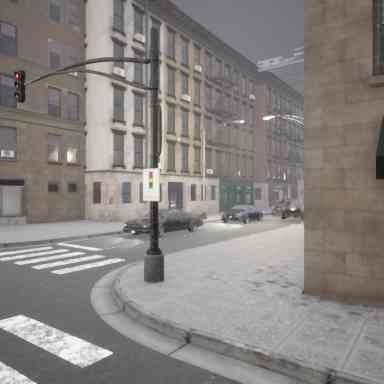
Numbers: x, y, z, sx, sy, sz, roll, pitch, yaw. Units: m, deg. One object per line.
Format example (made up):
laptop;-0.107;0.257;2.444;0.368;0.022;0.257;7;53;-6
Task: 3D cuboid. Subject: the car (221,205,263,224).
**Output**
car;4.044;1.696;26.529;1.994;1.385;4.181;0;0;36

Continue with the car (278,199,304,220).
car;9.599;1.512;29.257;2.097;1.767;4.553;0;0;36

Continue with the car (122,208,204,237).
car;-1.415;1.630;18.891;2.033;1.411;5.357;0;0;35

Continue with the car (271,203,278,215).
car;9.966;1.538;34.810;2.097;1.767;4.553;0;0;35
